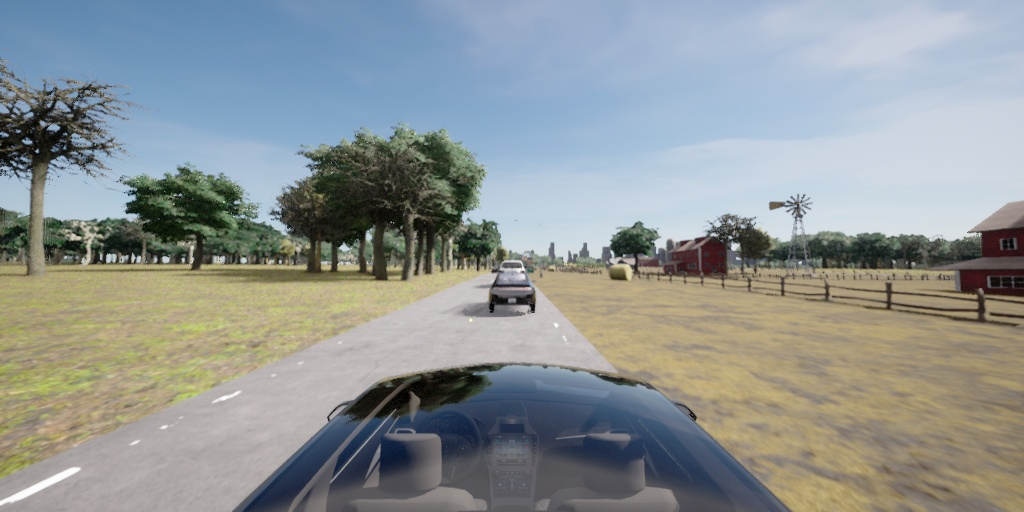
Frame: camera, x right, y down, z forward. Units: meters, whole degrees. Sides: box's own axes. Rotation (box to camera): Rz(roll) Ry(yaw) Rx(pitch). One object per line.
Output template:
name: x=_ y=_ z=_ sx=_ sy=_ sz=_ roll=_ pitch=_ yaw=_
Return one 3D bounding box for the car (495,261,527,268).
car: x=0.017 y=1.407 z=29.474 sx=2.150 sy=2.045 sz=5.566 roll=0 pitch=-1 yaw=0

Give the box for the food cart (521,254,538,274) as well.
food cart: x=3.142 y=1.454 z=63.504 sx=2.280 sy=3.560 sz=4.660 roll=0 pitch=0 yaw=0

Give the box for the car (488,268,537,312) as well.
car: x=0.025 y=1.442 z=15.386 sx=2.128 sy=1.511 sz=4.902 roll=0 pitch=-1 yaw=1
